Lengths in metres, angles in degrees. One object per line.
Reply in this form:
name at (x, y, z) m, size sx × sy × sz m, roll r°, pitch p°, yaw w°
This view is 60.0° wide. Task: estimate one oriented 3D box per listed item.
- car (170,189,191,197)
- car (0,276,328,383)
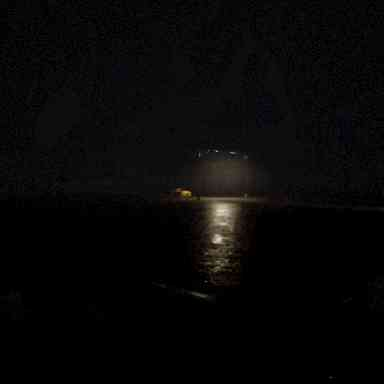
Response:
car at (-2.133, 0.106, 61.477) m, size 1.882 × 1.535 × 5.008 m, roll -1°, pitch 2°, yaw -35°
car at (-1.130, 1.478, 2.265) m, size 5.008 × 1.535 × 1.882 m, roll 0°, pitch 0°, yaw -35°
